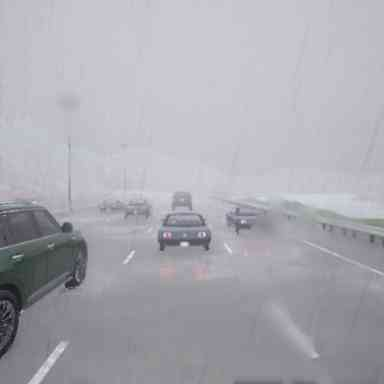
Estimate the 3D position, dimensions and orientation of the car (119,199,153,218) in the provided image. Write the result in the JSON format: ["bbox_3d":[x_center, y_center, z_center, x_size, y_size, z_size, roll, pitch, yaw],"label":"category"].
[{"bbox_3d":[-4.257,1.294,27.144,2.128,1.511,4.902,0,0,-2],"label":"car"}]

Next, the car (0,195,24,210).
[{"bbox_3d":[-22.375,1.244,40.048,1.882,1.535,5.008,0,1,-2],"label":"car"}]

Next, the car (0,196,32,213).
[{"bbox_3d":[-18.695,1.274,34.468,1.882,1.535,5.008,0,0,-2],"label":"car"}]

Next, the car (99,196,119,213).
[{"bbox_3d":[-7.973,1.365,33.696,1.895,1.301,4.718,0,0,-2],"label":"car"}]

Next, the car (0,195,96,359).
[{"bbox_3d":[-3.604,1.187,5.920,2.150,2.045,5.566,0,0,-1],"label":"car"}]

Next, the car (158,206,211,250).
[{"bbox_3d":[-0.321,1.494,13.707,1.895,1.301,4.718,0,0,-2],"label":"car"}]

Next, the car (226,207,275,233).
[{"bbox_3d":[3.033,1.445,18.398,1.895,1.301,4.718,0,0,-2],"label":"car"}]

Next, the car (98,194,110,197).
[{"bbox_3d":[-19.965,1.062,75.809,1.895,1.301,4.718,0,0,-2],"label":"car"}]

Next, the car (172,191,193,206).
[{"bbox_3d":[-1.076,0.936,36.905,2.150,2.045,5.566,0,0,-2],"label":"car"}]

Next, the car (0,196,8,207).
[{"bbox_3d":[-25.970,1.319,43.196,1.994,1.385,4.181,0,0,-2],"label":"car"}]

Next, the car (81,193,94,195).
[{"bbox_3d":[-23.492,1.002,76.589,1.812,1.442,4.674,0,0,-2],"label":"car"}]

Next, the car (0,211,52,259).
[{"bbox_3d":[-7.288,1.526,12.791,1.895,1.301,4.718,0,0,-2],"label":"car"}]
